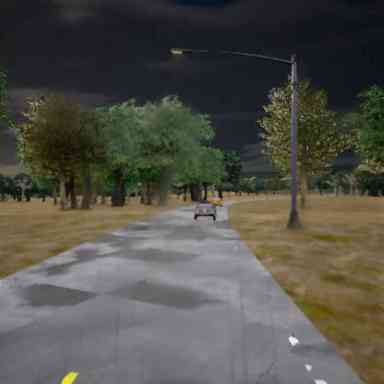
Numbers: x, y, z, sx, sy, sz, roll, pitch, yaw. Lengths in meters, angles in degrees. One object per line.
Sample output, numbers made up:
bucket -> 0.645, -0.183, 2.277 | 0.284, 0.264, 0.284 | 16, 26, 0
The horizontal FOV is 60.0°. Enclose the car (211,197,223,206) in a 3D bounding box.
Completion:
car -> 3.853, 1.571, 53.524 | 1.882, 1.535, 5.008 | 0, 0, 8

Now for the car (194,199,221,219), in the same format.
car -> 1.234, 1.574, 29.044 | 2.033, 1.411, 5.357 | 0, 0, 5
